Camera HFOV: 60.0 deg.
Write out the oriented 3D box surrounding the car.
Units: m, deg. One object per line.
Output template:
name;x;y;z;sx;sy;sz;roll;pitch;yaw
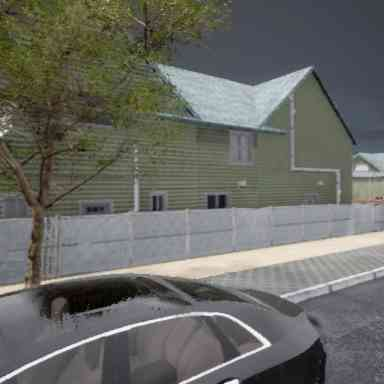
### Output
car;-1.029;1.503;2.336;4.892;1.490;1.837;0;0;-35
